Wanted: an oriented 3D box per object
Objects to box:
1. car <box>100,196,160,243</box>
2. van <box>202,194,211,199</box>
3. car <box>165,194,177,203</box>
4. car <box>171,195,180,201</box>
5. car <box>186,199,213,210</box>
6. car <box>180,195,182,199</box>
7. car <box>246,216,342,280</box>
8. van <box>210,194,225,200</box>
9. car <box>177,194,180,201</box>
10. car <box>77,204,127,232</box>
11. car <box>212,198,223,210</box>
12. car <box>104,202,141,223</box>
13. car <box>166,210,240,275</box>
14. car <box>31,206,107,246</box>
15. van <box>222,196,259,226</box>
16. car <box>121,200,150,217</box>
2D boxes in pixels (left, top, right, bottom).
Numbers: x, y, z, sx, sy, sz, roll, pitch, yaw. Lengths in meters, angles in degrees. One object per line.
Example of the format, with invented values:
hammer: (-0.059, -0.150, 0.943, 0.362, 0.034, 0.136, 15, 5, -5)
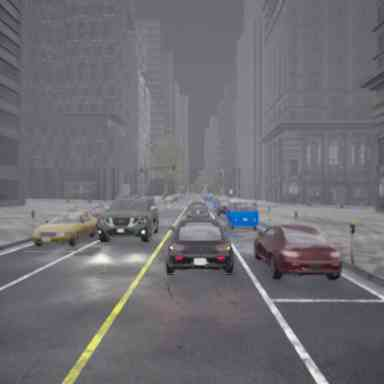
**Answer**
car: (-2.884, 1.217, 16.363, 2.150, 2.045, 5.566, 0, 0, 1)
van: (3.807, 1.383, 75.336, 1.690, 1.788, 3.998, 0, 0, 1)
car: (-4.802, 1.545, 69.888, 1.752, 1.417, 4.829, 0, 0, 1)
car: (-4.497, 1.595, 91.214, 2.008, 1.369, 4.403, 0, 0, 1)
car: (0.461, 1.552, 26.937, 2.033, 1.411, 5.357, 0, 0, 1)
car: (-4.570, 1.352, 85.926, 2.192, 1.841, 5.009, 0, 0, 1)
car: (2.896, 1.589, 9.733, 1.802, 1.307, 4.206, 0, 0, 1)
van: (3.289, 1.354, 37.355, 1.690, 1.788, 3.998, 0, 0, 1)
car: (-4.645, 1.575, 80.637, 1.887, 1.381, 4.507, 0, 0, 1)
car: (-5.496, 1.536, 20.919, 1.887, 1.381, 4.507, 0, 0, 1)
car: (3.210, 1.556, 31.830, 1.887, 1.381, 4.507, 0, 0, 1)
car: (-5.420, 1.537, 26.444, 1.887, 1.381, 4.507, 0, 0, 1)
car: (0.231, 1.527, 10.406, 1.812, 1.442, 4.674, 0, 0, 1)
car: (-5.575, 1.516, 15.224, 1.752, 1.417, 4.829, 0, 0, 1)
van: (3.054, 1.350, 20.782, 1.690, 1.788, 3.998, 0, 0, 1)
car: (-5.344, 1.538, 31.969, 1.887, 1.381, 4.507, 0, 0, 1)
